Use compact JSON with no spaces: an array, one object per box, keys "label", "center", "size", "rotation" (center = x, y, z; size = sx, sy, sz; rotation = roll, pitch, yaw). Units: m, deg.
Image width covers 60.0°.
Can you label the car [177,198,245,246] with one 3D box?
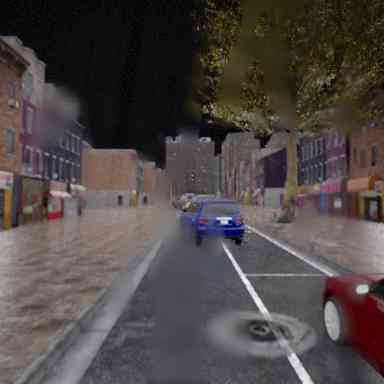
[{"label":"car","center":[0.851,1.372,16.378],"size":[2.150,2.045,5.566],"rotation":[0,-1,-10]}]

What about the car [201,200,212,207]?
[{"label":"car","center":[2.869,2.339,66.943],"size":[1.947,1.339,4.313],"rotation":[1,-1,0]}]

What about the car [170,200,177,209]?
[{"label":"car","center":[-1.852,2.012,52.623],"size":[2.128,1.511,4.902],"rotation":[2,-3,-29]}]

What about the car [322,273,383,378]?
[{"label":"car","center":[3.025,1.508,3.420],"size":[1.882,1.535,5.008],"rotation":[0,0,0]}]

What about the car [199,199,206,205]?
[{"label":"car","center":[2.956,2.786,94.296],"size":[1.752,1.417,4.829],"rotation":[1,-1,0]}]

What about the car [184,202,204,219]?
[{"label":"car","center":[0.196,1.816,34.049],"size":[1.882,1.535,5.008],"rotation":[0,0,0]}]

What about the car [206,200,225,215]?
[{"label":"car","center":[2.790,1.851,40.200],"size":[1.967,1.590,4.097],"rotation":[2,-1,0]}]
